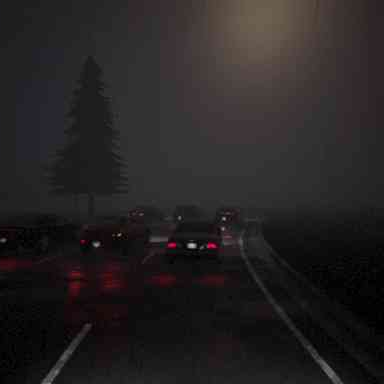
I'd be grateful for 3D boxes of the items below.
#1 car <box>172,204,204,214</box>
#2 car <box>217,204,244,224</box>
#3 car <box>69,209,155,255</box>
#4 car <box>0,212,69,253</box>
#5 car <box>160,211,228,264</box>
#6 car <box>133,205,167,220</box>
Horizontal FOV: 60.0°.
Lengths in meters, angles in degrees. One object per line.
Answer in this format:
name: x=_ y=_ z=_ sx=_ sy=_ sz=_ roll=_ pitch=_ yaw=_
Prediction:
car: x=-0.214 y=1.801 z=28.654 sx=1.837 sy=1.490 sz=4.892 roll=0 pitch=0 yaw=17
car: x=3.152 y=1.791 z=27.708 sx=1.837 sy=1.490 sz=4.892 roll=0 pitch=0 yaw=17
car: x=-3.100 y=1.669 z=13.991 sx=1.812 sy=1.442 sz=4.674 roll=0 pitch=0 yaw=7
car: x=-6.547 y=1.627 z=14.573 sx=1.882 sy=1.535 sz=5.008 roll=0 pitch=0 yaw=7
car: x=0.224 y=1.676 z=12.413 sx=2.033 sy=1.411 sz=5.357 roll=0 pitch=-1 yaw=5
car: x=-3.877 y=1.841 z=28.661 sx=2.033 sy=1.411 sz=5.357 roll=0 pitch=-1 yaw=16
